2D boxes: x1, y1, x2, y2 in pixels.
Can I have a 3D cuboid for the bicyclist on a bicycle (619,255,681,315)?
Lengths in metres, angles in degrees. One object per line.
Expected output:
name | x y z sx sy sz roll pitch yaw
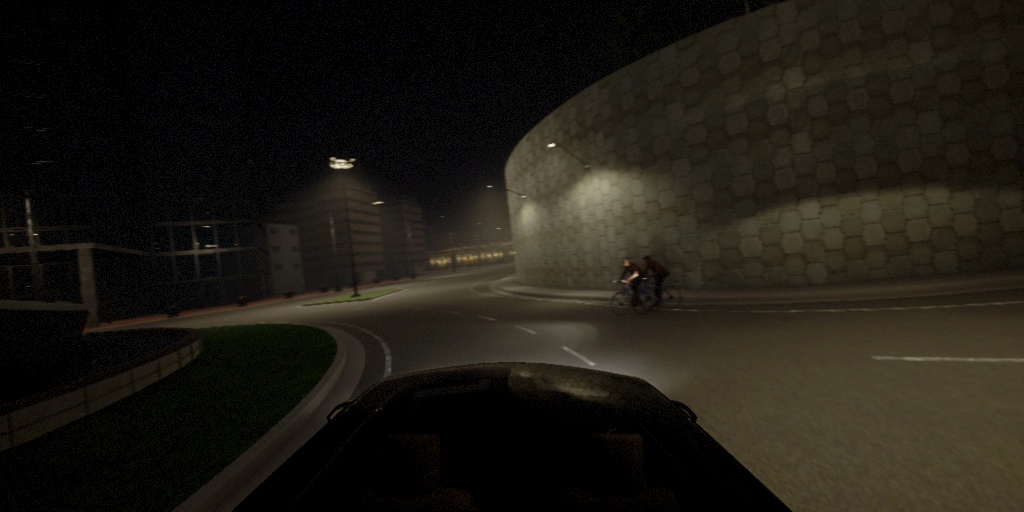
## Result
bicyclist on a bicycle | 3.982 0.770 10.000 1.656 1.620 0.582 -7 0 -17

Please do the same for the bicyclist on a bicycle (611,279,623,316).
bicyclist on a bicycle | 3.449 0.829 10.232 1.656 1.620 0.582 -7 0 -21
